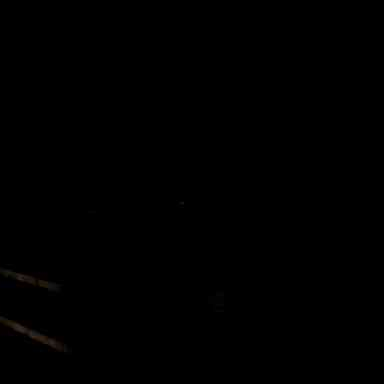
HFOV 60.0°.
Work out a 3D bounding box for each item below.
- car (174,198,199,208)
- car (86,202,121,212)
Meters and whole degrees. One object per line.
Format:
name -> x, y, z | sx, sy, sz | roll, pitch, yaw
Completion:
car -> -0.945, 2.021, 60.625 | 2.150, 2.045, 5.566 | 0, -1, 36
car -> -12.044, 1.987, 45.516 | 1.895, 1.301, 4.718 | 0, -1, 36
